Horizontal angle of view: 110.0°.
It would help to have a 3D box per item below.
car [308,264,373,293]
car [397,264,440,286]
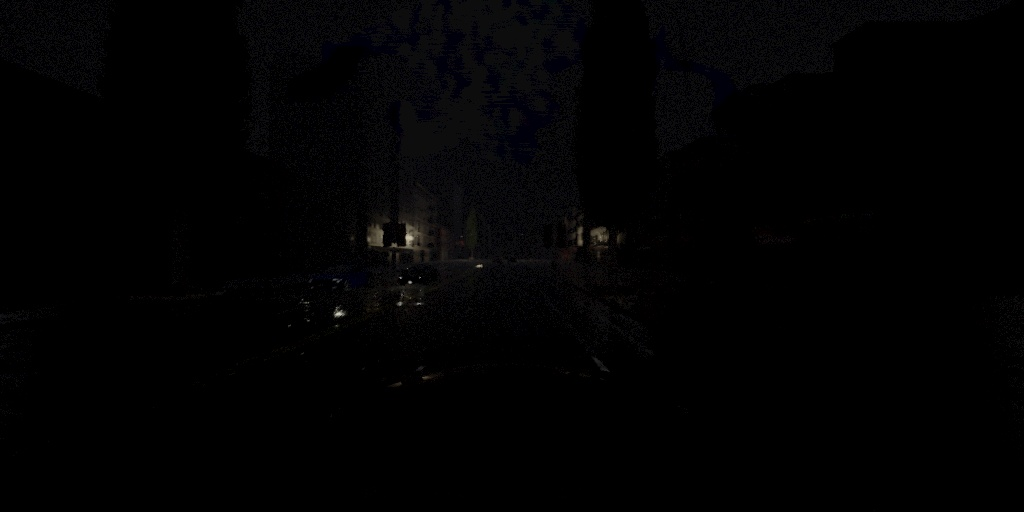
[{"bbox_3d":[-9.814,1.232,20.938,1.882,1.535,5.008,0,0,0],"label":"car"},{"bbox_3d":[-6.529,1.292,25.689,2.033,1.411,5.357,0,0,1],"label":"car"}]
